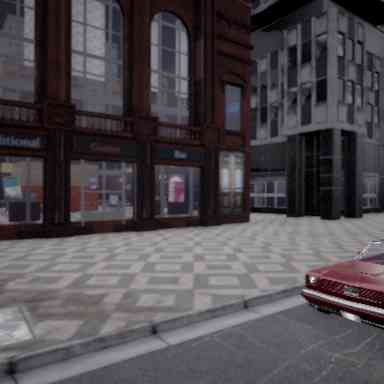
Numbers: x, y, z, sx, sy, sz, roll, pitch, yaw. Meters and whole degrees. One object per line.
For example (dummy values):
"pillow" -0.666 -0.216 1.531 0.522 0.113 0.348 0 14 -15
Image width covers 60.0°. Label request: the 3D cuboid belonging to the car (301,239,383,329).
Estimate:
"car" 4.233 1.605 6.397 4.718 1.301 1.895 0 0 -36
